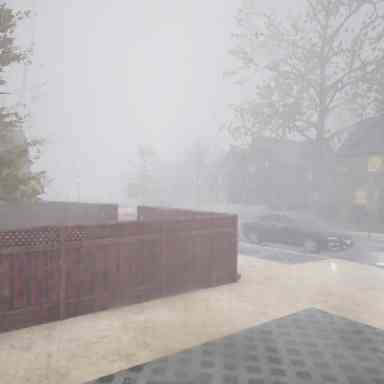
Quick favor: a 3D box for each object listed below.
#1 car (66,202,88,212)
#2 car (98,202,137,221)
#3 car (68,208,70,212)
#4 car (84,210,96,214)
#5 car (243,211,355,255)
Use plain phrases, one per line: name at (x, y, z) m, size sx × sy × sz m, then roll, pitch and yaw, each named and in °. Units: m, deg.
car at (-17.516, 2.270, 50.343) m, size 1.895 × 1.301 × 4.718 m, roll 2°, pitch -2°, yaw -35°
car at (-6.222, 1.654, 29.136) m, size 2.097 × 1.767 × 4.553 m, roll 2°, pitch -2°, yaw -35°
car at (-16.863, 2.021, 44.596) m, size 1.882 × 1.535 × 5.008 m, roll 2°, pitch -2°, yaw -35°
car at (-11.840, 2.068, 42.276) m, size 1.812 × 1.442 × 4.674 m, roll 2°, pitch -2°, yaw -34°
car at (4.284, 1.607, 14.016) m, size 1.837 × 1.490 × 4.892 m, roll 2°, pitch -2°, yaw -35°
